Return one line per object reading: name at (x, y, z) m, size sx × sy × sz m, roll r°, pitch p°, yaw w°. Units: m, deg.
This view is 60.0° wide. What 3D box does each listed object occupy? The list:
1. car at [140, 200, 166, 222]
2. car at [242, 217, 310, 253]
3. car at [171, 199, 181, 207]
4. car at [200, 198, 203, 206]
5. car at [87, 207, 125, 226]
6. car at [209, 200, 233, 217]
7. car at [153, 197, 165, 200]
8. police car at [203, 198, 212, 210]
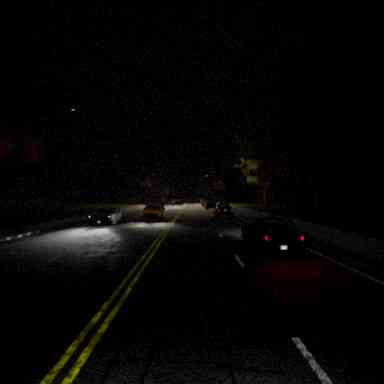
car at (-3.369, 1.779, 29.569) m, size 1.882 × 1.535 × 5.008 m, roll 0°, pitch -1°, yaw 0°
car at (3.339, 1.741, 14.303) m, size 1.895 × 1.301 × 4.718 m, roll 0°, pitch -1°, yaw 0°
car at (-3.303, 2.323, 71.012) m, size 2.128 × 1.511 × 4.902 m, roll 0°, pitch -1°, yaw 0°
car at (3.202, 2.104, 64.939) m, size 2.097 × 1.767 × 4.553 m, roll 0°, pitch -1°, yaw 0°
car at (-6.619, 1.863, 25.920) m, size 1.895 × 1.301 × 4.718 m, roll 0°, pitch -1°, yaw 0°
car at (3.326, 1.921, 35.778) m, size 2.033 × 1.411 × 5.357 m, roll 0°, pitch -1°, yaw 0°
car at (-6.552, 2.006, 67.324) m, size 2.150 × 2.045 × 5.566 m, roll 0°, pitch -1°, yaw 0°
police car at (3.210, 2.032, 54.078) m, size 1.930 × 1.638 × 5.238 m, roll 0°, pitch -1°, yaw 0°
